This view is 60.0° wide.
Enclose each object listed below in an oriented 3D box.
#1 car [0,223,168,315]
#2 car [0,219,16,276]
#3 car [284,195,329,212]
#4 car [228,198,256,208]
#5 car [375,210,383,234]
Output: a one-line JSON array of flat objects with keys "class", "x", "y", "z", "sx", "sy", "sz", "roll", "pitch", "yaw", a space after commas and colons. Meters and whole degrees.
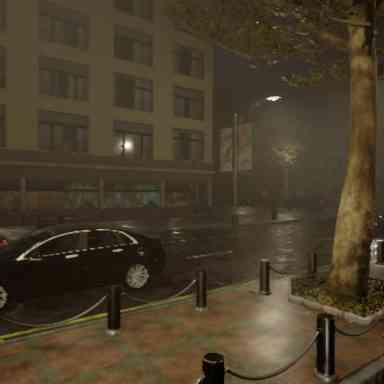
[{"class": "car", "x": -2.886, "y": 1.510, "z": 7.460, "sx": 4.892, "sy": 1.490, "sz": 1.837, "roll": 0, "pitch": 0, "yaw": -36}, {"class": "car", "x": -7.114, "y": 1.562, "z": 8.742, "sx": 4.181, "sy": 1.385, "sz": 1.994, "roll": 0, "pitch": 0, "yaw": -35}, {"class": "car", "x": 14.135, "y": 1.328, "z": 41.362, "sx": 2.150, "sy": 2.045, "sz": 5.566, "roll": 0, "pitch": 0, "yaw": -38}, {"class": "car", "x": 7.515, "y": 1.599, "z": 50.395, "sx": 2.128, "sy": 1.511, "sz": 4.902, "roll": 0, "pitch": 0, "yaw": -35}, {"class": "car", "x": 12.338, "y": 1.284, "z": 18.324, "sx": 5.566, "sy": 2.045, "sz": 2.150, "roll": 0, "pitch": 0, "yaw": -36}]
